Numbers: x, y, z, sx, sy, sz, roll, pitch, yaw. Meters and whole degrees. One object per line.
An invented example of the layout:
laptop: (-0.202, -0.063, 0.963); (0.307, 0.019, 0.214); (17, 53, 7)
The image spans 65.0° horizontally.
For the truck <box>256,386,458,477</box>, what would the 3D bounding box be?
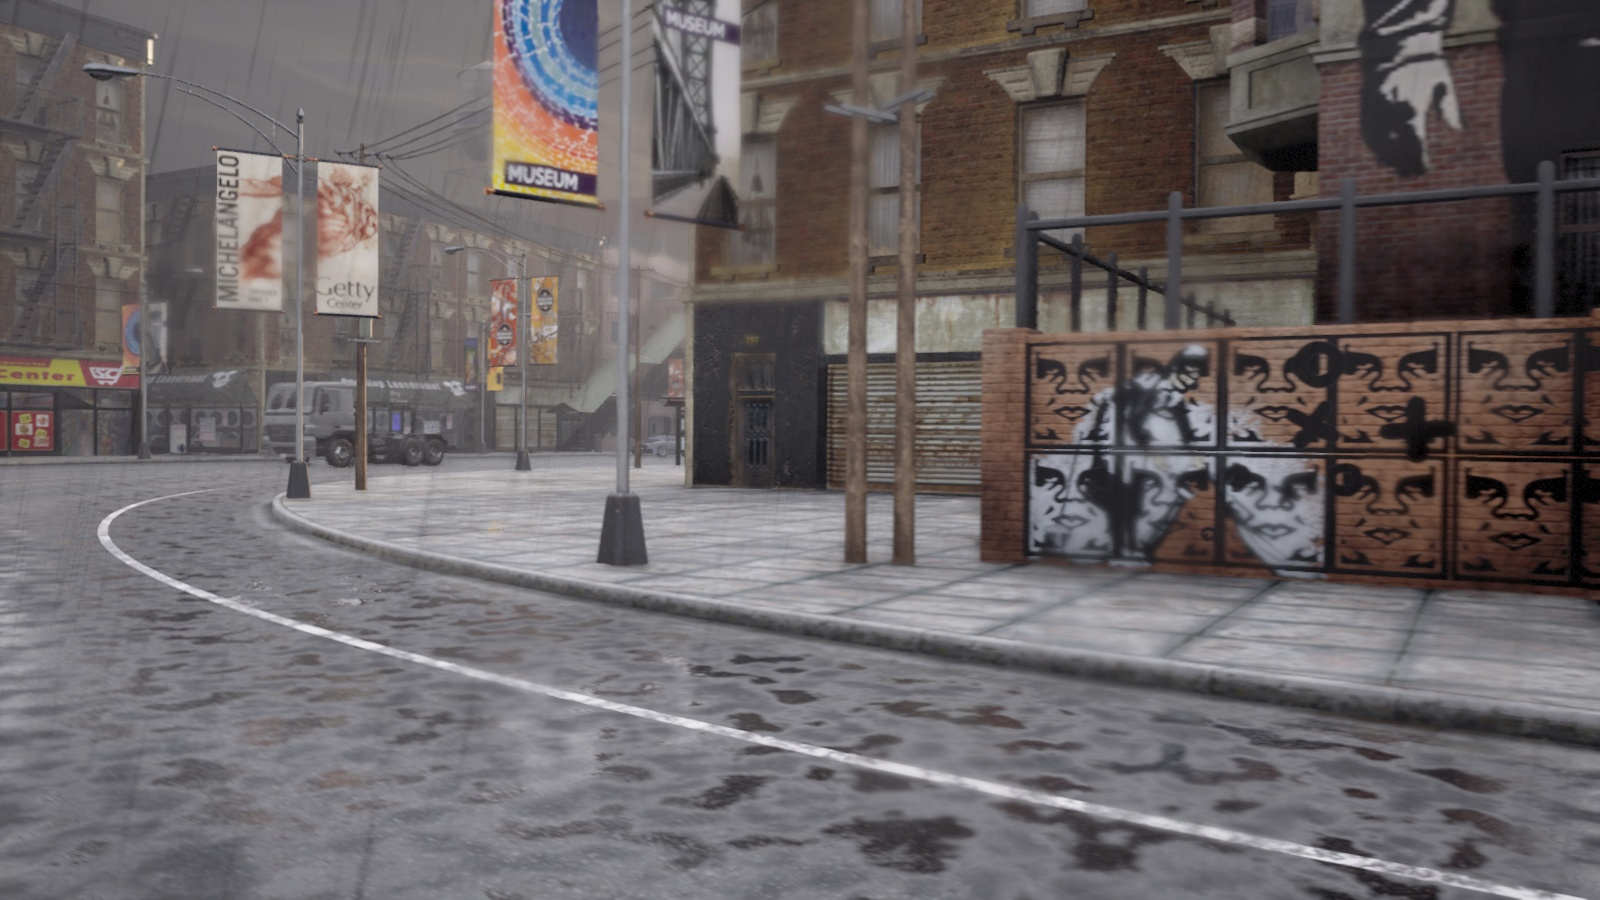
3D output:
truck: (-18.136, -0.767, 52.012); (2.891, 3.462, 7.936); (0, 1, 29)

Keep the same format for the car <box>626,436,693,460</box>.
car: (-8.520, -0.118, 76.391); (1.994, 1.385, 4.181); (0, 1, 29)
